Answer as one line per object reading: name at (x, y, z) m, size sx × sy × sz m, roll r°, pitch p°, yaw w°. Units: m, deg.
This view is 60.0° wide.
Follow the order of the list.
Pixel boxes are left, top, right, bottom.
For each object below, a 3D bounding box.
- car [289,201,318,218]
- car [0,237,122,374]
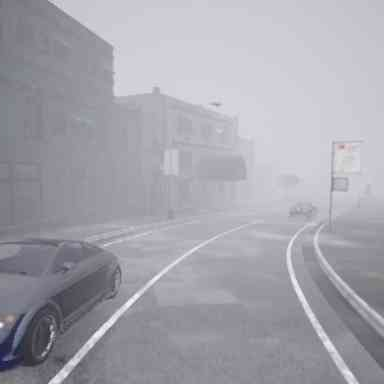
car at (10.434, 1.584, 31.049) m, size 2.033 × 1.411 × 5.357 m, roll 3°, pitch 2°, yaw 29°
car at (-2.718, 1.519, 5.681) m, size 1.994 × 1.385 × 4.181 m, roll 1°, pitch 0°, yaw 8°
